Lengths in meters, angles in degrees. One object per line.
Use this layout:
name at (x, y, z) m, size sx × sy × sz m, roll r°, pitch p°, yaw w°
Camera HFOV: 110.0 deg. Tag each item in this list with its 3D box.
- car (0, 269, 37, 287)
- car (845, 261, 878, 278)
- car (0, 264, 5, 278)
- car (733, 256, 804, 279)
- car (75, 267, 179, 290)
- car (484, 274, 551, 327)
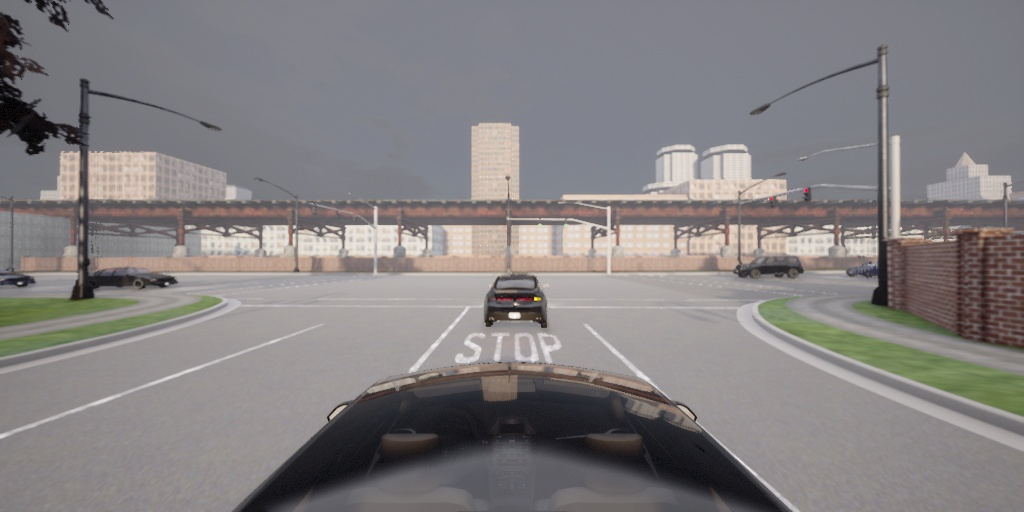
car at (-35.347, 1.439, 23.938) m, size 5.357 × 1.411 × 2.033 m, roll 0°, pitch 0°, yaw 2°
car at (33.315, 1.221, 32.749) m, size 4.674 × 1.442 × 1.812 m, roll -1°, pitch 0°, yaw 2°
car at (-53.642, 1.510, 35.080) m, size 5.357 × 1.411 × 2.033 m, roll 0°, pitch 0°, yaw 2°
car at (23.557, 1.034, 32.996) m, size 5.566 × 2.045 × 2.150 m, roll -1°, pitch 0°, yaw 3°
car at (-25.298, 1.437, 23.622) m, size 5.357 × 1.411 × 2.033 m, roll 0°, pitch 0°, yaw 2°
car at (0.213, 1.334, 11.991) m, size 1.837 × 1.490 × 4.892 m, roll 0°, pitch 0°, yaw 3°
